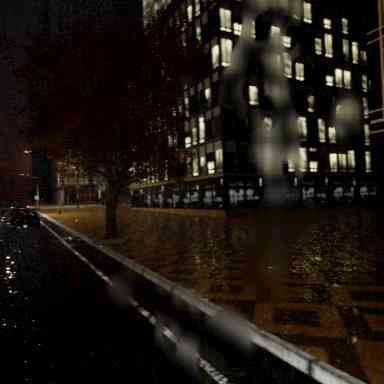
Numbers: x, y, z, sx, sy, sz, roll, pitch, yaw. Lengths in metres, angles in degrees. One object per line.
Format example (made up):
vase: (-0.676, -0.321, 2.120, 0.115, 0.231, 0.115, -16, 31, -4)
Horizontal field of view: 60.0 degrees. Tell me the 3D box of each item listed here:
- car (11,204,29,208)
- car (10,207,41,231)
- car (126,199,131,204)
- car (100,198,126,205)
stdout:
car: (-22.628, 2.323, 43.871, 1.882, 1.535, 5.008, -1, -1, -28)
car: (-12.390, 2.067, 24.658, 1.895, 1.301, 4.718, -1, 0, -28)
car: (-15.757, 2.156, 77.467, 4.829, 1.417, 1.752, -2, 0, -29)
car: (-16.446, 2.067, 67.528, 4.403, 1.369, 2.008, -2, 0, -29)
